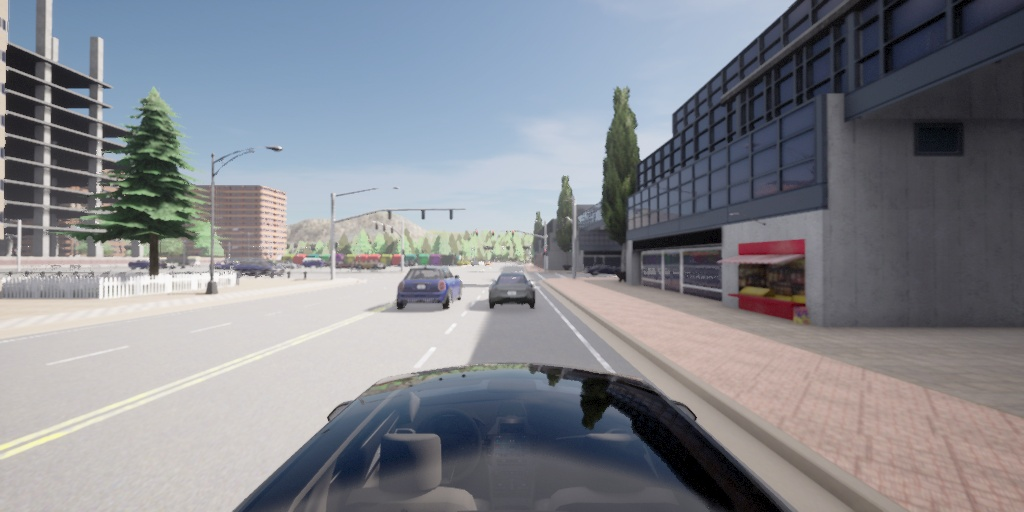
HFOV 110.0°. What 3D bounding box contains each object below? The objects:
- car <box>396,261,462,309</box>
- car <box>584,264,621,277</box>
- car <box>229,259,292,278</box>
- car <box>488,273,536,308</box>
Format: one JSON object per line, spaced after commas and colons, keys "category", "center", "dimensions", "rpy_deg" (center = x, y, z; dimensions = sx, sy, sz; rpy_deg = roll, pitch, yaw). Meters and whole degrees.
{"category": "car", "center": [-3.495, 1.239, 15.926], "dimensions": [2.097, 1.767, 4.553], "rpy_deg": [0, -1, 0]}
{"category": "car", "center": [10.293, 1.550, 38.669], "dimensions": [4.718, 1.301, 1.895], "rpy_deg": [0, -1, 0]}
{"category": "car", "center": [-26.502, 1.306, 37.896], "dimensions": [4.553, 1.767, 2.097], "rpy_deg": [0, -1, 0]}
{"category": "car", "center": [0.006, 1.455, 16.098], "dimensions": [1.994, 1.385, 4.181], "rpy_deg": [0, -1, 0]}
